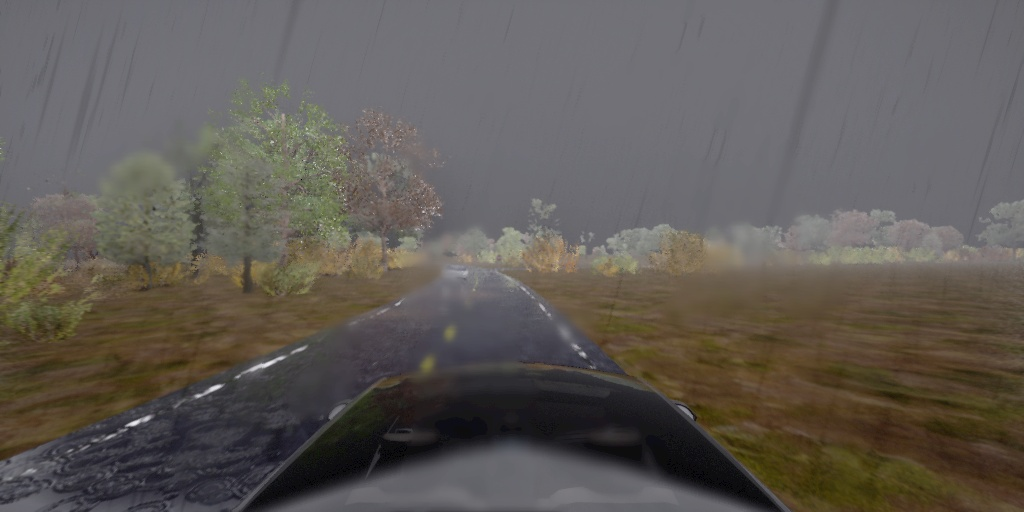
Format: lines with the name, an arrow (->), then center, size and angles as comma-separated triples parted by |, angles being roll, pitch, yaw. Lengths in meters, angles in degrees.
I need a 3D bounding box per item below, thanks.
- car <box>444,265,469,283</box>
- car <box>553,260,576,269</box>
car -> -4.504, 1.446, 29.402 | 1.895, 1.301, 4.718 | 0, 0, -6
car -> 8.882, 1.423, 62.016 | 4.674, 1.442, 1.812 | 0, 0, -30
